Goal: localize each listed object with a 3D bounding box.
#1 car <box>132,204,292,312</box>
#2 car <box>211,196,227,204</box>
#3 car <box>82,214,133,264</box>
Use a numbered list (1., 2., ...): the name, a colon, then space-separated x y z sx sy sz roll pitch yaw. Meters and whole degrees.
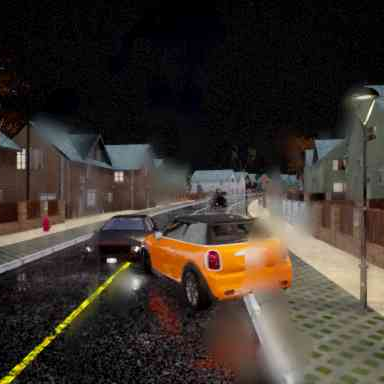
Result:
1. car: 0.238 1.308 8.107 2.097 1.767 4.553 -2 -1 -25
2. car: 3.593 1.282 43.980 1.812 1.442 4.674 0 1 11
3. car: -2.260 1.530 12.007 2.033 1.411 5.357 0 0 0
